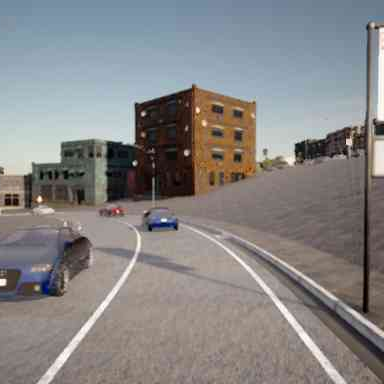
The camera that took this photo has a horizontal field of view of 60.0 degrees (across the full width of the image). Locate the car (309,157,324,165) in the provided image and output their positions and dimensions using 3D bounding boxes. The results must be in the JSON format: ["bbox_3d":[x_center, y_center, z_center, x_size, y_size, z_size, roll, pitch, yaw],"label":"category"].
[{"bbox_3d":[21.254,-4.870,53.554,2.185,1.767,4.553,0,1,-1],"label":"car"}]

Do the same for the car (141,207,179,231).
[{"bbox_3d":[-2.191,1.699,21.933,1.994,1.385,4.181,0,-1,-15],"label":"car"}]

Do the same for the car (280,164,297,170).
[{"bbox_3d":[20.894,-5.042,70.087,2.231,1.521,4.892,0,1,-1],"label":"car"}]

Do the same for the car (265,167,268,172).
[{"bbox_3d":[20.536,-5.548,86.605,2.435,2.045,5.566,0,1,-1],"label":"car"}]

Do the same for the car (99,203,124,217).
[{"bbox_3d":[-9.388,2.066,38.794,1.812,1.442,4.674,-1,-1,-31],"label":"car"}]

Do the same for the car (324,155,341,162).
[{"bbox_3d":[21.377,-4.594,47.883,2.002,1.452,4.674,0,1,-1],"label":"car"}]

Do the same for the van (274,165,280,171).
[{"bbox_3d":[20.777,-5.357,75.479,1.878,1.987,4.442,0,1,-1],"label":"van"}]

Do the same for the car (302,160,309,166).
[{"bbox_3d":[21.134,-4.973,59.072,2.185,1.767,4.553,0,1,-1],"label":"car"}]

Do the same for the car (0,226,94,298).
[{"bbox_3d":[-3.873,1.580,8.454,1.994,1.385,4.181,0,0,-4],"label":"car"}]

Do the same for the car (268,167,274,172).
[{"bbox_3d":[20.656,-5.178,81.124,2.002,1.452,4.674,0,1,-1],"label":"car"}]

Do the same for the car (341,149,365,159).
[{"bbox_3d":[21.497,-4.653,42.389,2.185,1.767,4.553,0,1,-1],"label":"car"}]

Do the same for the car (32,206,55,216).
[{"bbox_3d":[-21.450,2.713,48.009,4.674,1.442,1.812,-4,-2,44],"label":"car"}]
